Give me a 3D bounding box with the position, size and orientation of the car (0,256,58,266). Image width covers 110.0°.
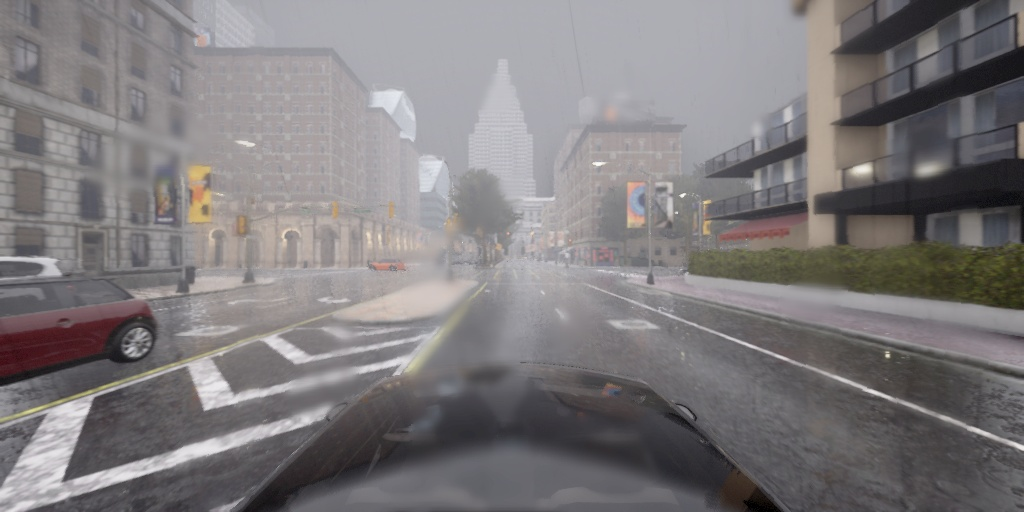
[{"bbox_3d":[-11.602,1.010,6.313,2.150,2.045,5.566,0,0,0],"label":"car"}]

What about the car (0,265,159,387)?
[{"bbox_3d":[-8.096,1.129,5.167,2.097,1.767,4.553,0,0,0],"label":"car"}]

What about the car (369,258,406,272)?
[{"bbox_3d":[-15.785,1.125,45.324,4.553,1.767,2.097,0,0,20],"label":"car"}]

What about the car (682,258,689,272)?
[{"bbox_3d":[19.645,1.214,36.294,4.181,1.385,1.994,0,0,-1],"label":"car"}]
